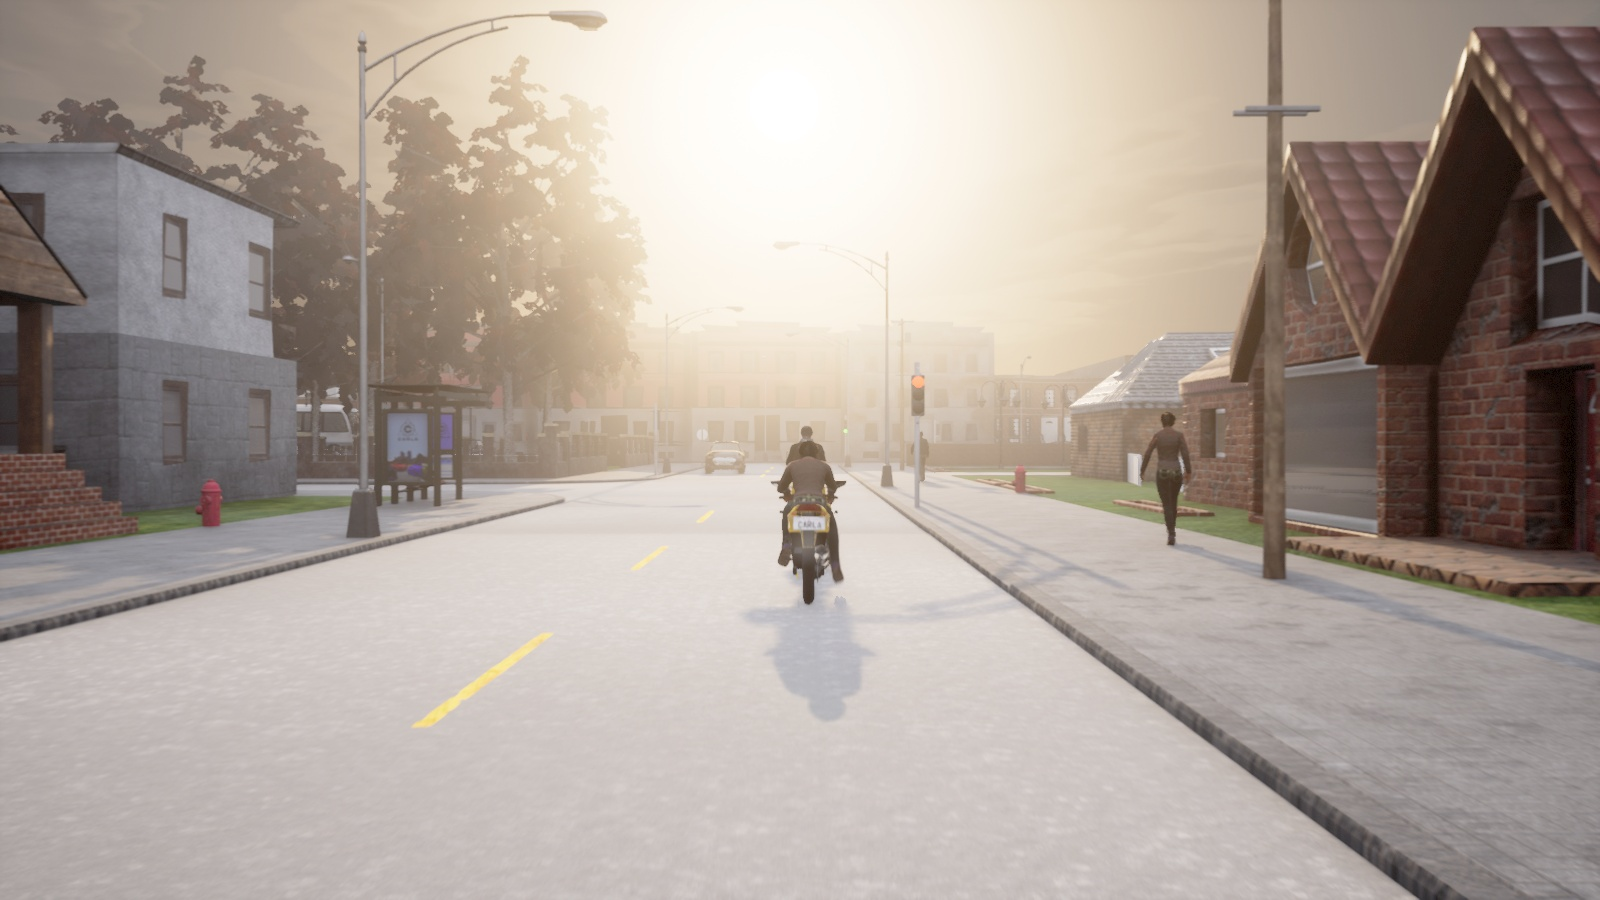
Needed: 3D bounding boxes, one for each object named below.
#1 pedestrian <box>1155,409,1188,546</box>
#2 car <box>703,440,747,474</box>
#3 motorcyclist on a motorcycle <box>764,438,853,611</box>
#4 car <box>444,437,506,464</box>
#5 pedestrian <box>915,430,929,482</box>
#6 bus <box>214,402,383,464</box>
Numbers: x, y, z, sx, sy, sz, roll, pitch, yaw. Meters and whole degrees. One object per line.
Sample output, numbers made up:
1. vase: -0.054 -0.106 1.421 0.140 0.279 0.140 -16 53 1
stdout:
1. pedestrian: 5.037 0.364 17.035 0.328 1.805 0.869 0 0 10
2. car: -3.706 0.321 62.548 2.033 1.649 4.856 0 0 -1
3. motorcyclist on a motorcycle: 0.084 0.661 12.277 0.797 1.523 2.044 0 1 0
4. car: -22.868 0.025 88.472 3.866 1.878 1.905 0 0 1
5. pedestrian: 4.334 0.204 44.777 0.431 1.840 0.703 0 0 0
6. bus: -35.224 -1.157 88.510 10.273 4.253 3.944 0 0 1
